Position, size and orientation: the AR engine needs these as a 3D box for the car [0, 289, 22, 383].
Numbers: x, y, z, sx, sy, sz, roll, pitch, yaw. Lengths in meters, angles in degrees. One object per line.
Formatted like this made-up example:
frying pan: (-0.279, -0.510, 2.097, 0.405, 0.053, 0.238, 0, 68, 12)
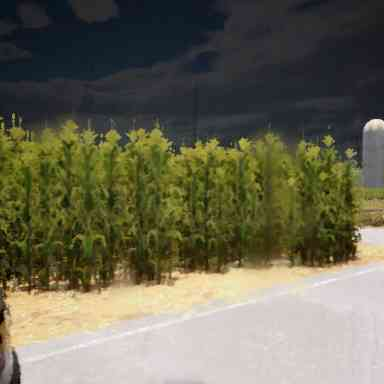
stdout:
car: (-3.775, 1.212, 1.280, 5.566, 2.045, 2.150, 1, 0, -35)
